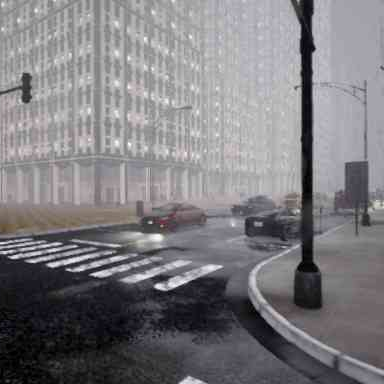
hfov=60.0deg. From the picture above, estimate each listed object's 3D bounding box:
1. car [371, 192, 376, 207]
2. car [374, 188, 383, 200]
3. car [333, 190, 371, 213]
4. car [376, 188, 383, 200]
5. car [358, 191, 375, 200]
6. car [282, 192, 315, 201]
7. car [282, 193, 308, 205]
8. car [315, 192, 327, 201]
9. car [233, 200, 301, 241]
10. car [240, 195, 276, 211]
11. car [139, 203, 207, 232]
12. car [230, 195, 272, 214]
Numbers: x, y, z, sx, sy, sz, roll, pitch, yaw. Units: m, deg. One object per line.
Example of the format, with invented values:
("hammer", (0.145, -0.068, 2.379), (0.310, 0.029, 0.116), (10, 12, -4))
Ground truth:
("car", (16.956, 0.846, 33.459), (1.752, 1.417, 4.829), (1, 1, 35))
("car", (29.884, 0.257, 51.773), (2.192, 1.841, 5.009), (1, 1, 35))
("car", (13.600, 0.734, 28.700), (2.192, 1.841, 5.009), (1, 1, 35))
("car", (26.726, 0.559, 47.302), (1.752, 1.417, 4.829), (1, 1, 35))
("car", (28.656, 0.492, 54.550), (1.994, 1.385, 4.181), (0, 1, 35))
("car", (10.963, 0.862, 35.009), (1.882, 1.535, 5.008), (0, 1, 35))
("car", (13.231, 0.833, 42.715), (1.947, 1.339, 4.313), (1, 1, 35))
("car", (19.745, 0.621, 51.944), (1.887, 1.381, 4.507), (1, 1, 35))
("car", (3.831, 1.275, 14.862), (1.947, 1.339, 4.313), (1, 1, 35))
("car", (6.718, 1.025, 33.486), (1.947, 1.339, 4.313), (1, 2, 35))
("car", (-0.930, 1.300, 18.178), (1.994, 1.385, 4.181), (0, 1, 35))
("car", (4.895, 1.164, 26.431), (1.895, 1.301, 4.718), (0, 1, 35))
